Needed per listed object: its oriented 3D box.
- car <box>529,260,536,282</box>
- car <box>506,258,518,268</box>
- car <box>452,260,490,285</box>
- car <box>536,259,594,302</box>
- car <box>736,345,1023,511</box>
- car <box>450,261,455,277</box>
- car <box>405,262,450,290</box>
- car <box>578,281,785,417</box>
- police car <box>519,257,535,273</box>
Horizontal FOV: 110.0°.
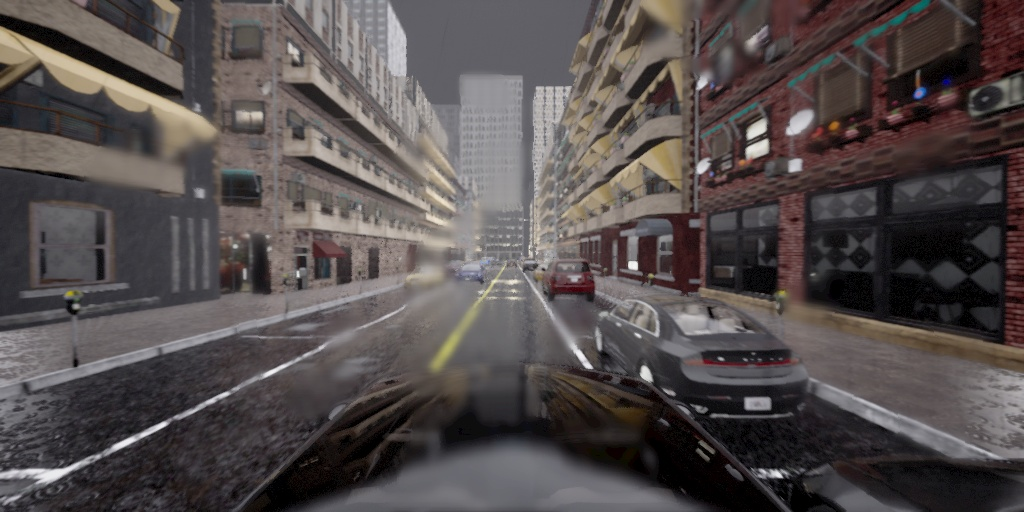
[{"bbox_3d":[2.556,1.269,28.281,1.751,1.417,4.829,0,0,0],"label":"car"},{"bbox_3d":[-0.019,1.233,62.882,1.837,1.490,4.892,0,0,0],"label":"car"},{"bbox_3d":[-2.860,1.269,25.913,1.812,1.442,4.674,0,0,0],"label":"car"},{"bbox_3d":[2.560,1.061,17.013,2.192,1.841,5.009,0,0,0],"label":"car"},{"bbox_3d":[2.565,1.317,0.366,1.948,1.339,4.313,0,0,0],"label":"car"},{"bbox_3d":[-5.326,1.181,33.637,1.967,1.591,4.097,0,0,0],"label":"car"},{"bbox_3d":[-5.323,1.269,22.369,1.751,1.417,4.829,0,0,0],"label":"car"},{"bbox_3d":[2.563,1.300,5.915,2.007,1.370,4.403,0,0,0],"label":"car"},{"bbox_3d":[2.228,1.163,43.561,1.930,1.638,5.238,0,0,0],"label":"police car"}]
